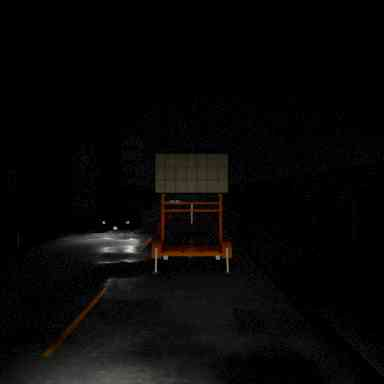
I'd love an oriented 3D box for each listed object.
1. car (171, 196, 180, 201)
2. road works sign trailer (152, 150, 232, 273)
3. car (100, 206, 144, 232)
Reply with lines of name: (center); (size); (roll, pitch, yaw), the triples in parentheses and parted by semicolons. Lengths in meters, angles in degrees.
car: (-4.052, 1.601, 81.745); (1.895, 1.301, 4.718); (0, 0, 0)
road works sign trailer: (-0.007, 0.464, 10.646); (2.380, 3.560, 2.880); (0, 0, 0)
car: (-4.113, 1.547, 20.474); (2.033, 1.411, 5.357); (0, 0, 0)
